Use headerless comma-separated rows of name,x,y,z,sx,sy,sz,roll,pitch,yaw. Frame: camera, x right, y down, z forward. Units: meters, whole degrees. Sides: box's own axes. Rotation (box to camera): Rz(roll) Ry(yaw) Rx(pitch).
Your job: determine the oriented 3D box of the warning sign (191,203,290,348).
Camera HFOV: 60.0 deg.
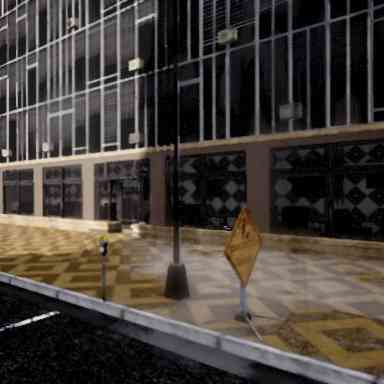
warning sign,0.799,1.125,5.226,1.060,1.860,1.300,0,0,36
